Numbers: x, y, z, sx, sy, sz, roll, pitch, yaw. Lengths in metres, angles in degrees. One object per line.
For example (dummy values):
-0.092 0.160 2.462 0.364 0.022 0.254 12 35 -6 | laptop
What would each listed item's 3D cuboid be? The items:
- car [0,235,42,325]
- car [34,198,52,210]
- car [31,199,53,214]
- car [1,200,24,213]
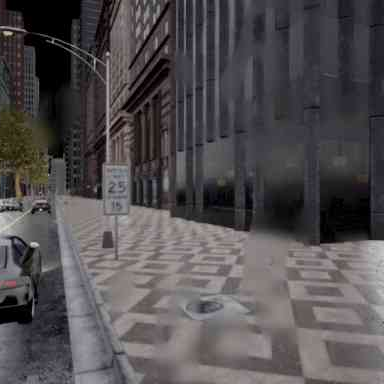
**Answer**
-4.169 1.568 6.740 1.994 1.385 4.181 0 0 -23 | car
-20.123 1.592 45.195 2.033 1.411 5.357 0 0 -22 | car
-16.083 1.532 35.598 1.837 1.490 4.892 0 0 -22 | car
-20.174 1.592 37.458 1.994 1.385 4.181 0 0 -22 | car
